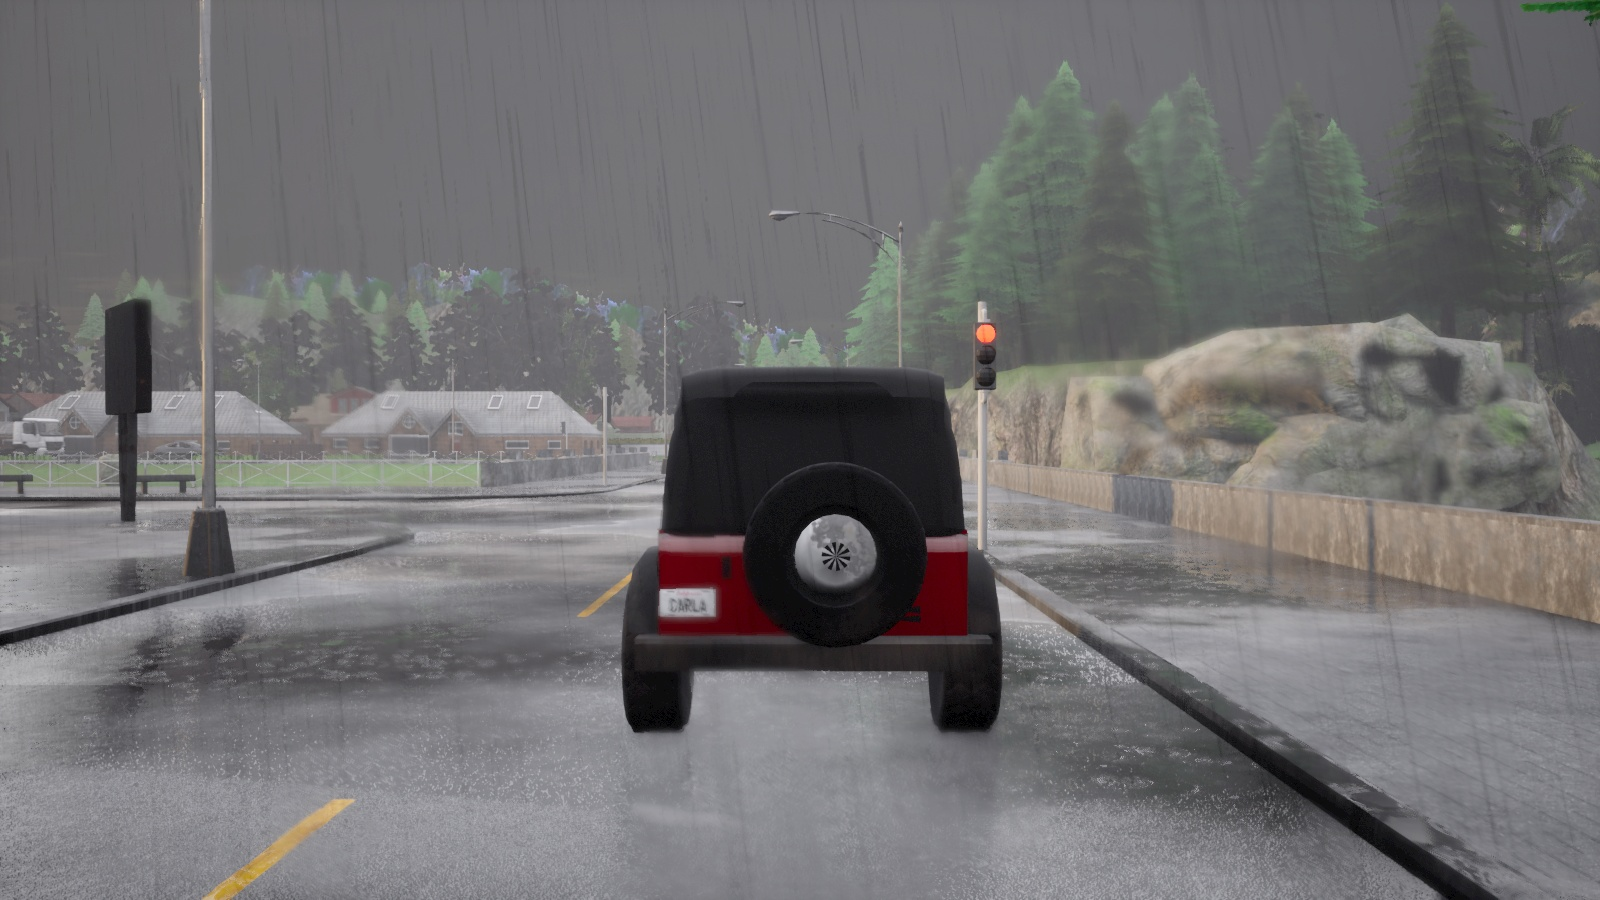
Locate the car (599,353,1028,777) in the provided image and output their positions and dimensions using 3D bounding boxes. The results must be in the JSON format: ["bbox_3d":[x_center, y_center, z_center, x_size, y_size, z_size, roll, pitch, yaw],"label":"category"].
[{"bbox_3d":[0.062,0.500,7.508,1.905,1.878,3.866,0,0,0],"label":"car"}]
